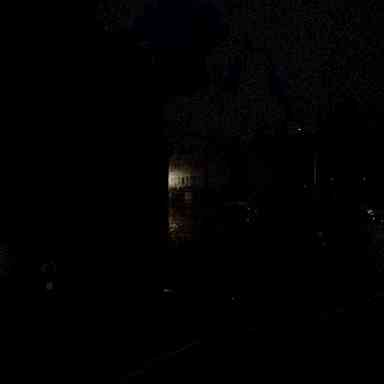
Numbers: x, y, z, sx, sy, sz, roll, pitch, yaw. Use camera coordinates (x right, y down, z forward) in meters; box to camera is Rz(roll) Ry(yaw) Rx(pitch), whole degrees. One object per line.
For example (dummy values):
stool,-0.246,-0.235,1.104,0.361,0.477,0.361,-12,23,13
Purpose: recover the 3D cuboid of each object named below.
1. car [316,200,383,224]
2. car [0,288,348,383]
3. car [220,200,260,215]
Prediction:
car,11.560,1.383,24.360,2.097,1.767,4.553,1,0,-36
car,-0.620,1.566,2.360,4.313,1.339,1.947,0,0,-35
car,4.778,1.580,33.861,1.812,1.442,4.674,1,0,-35
